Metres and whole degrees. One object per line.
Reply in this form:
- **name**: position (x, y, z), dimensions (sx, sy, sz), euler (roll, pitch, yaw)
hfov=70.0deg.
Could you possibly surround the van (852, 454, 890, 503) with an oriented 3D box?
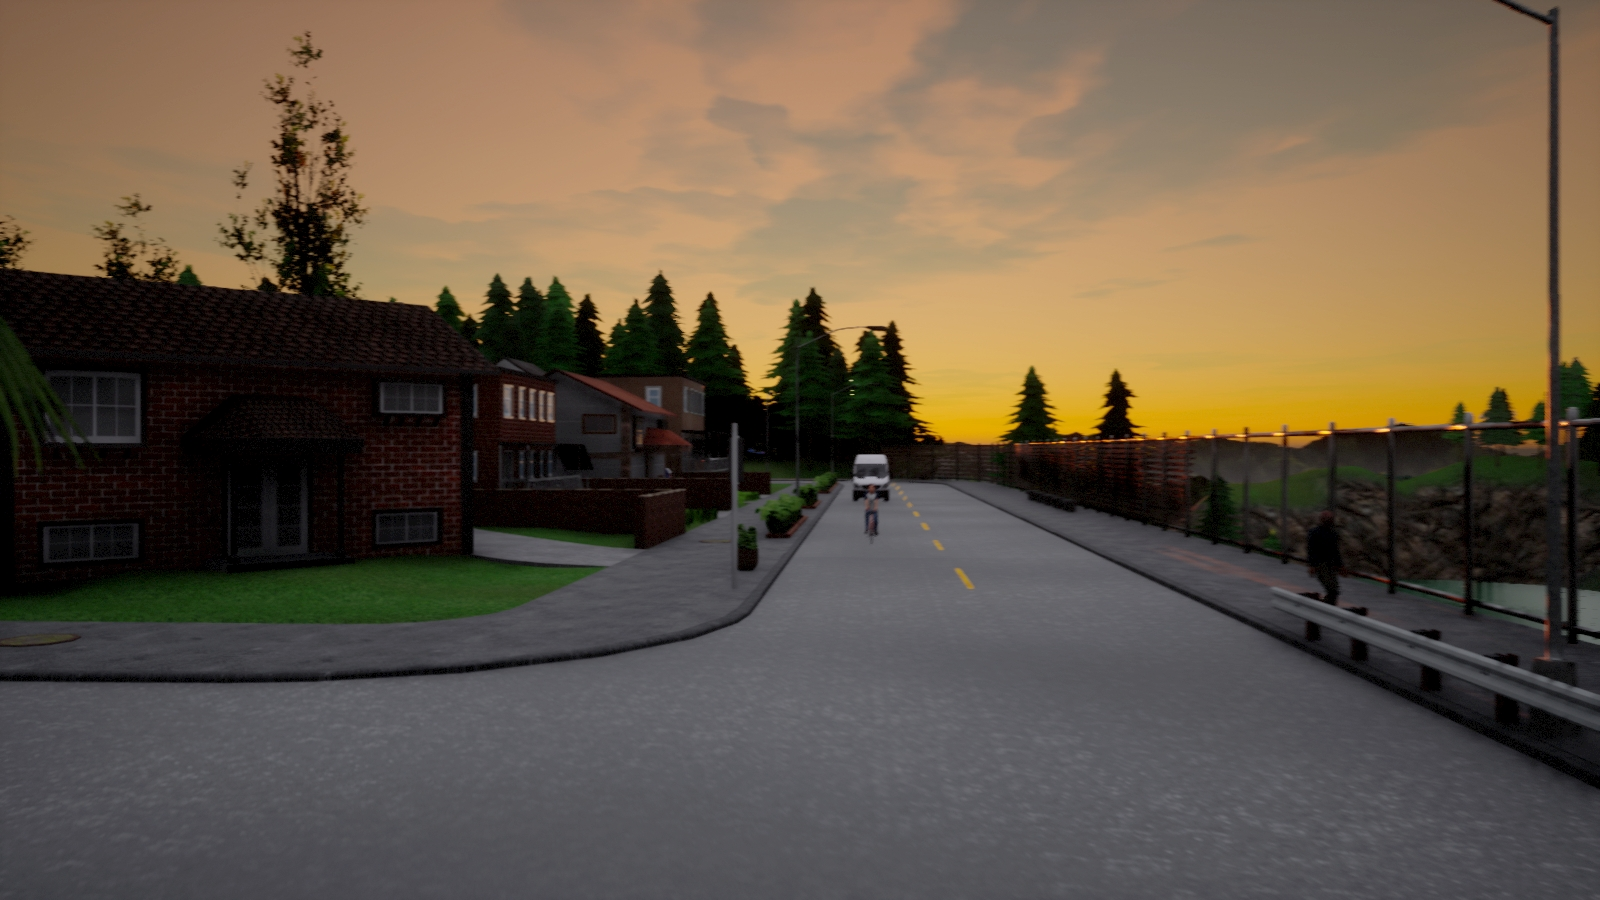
- **van**: position (3.941, 1.529, 63.332), dimensions (1.988, 2.561, 5.915), euler (0, 0, 4)

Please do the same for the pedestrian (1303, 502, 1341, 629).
- **pedestrian**: position (7.909, 1.737, 17.323), dimensions (0.375, 1.860, 0.375), euler (0, 0, -27)
